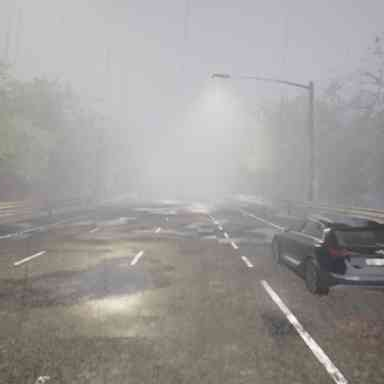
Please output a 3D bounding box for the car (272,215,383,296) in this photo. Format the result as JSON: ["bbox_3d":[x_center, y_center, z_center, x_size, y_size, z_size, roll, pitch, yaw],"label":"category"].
[{"bbox_3d":[3.476,1.366,8.483,2.033,1.649,4.856,0,0,0],"label":"car"}]
